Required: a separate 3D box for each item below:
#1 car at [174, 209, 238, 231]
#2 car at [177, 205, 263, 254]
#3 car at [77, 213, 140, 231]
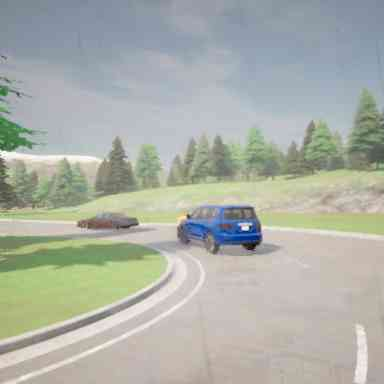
[{"bbox_3d":[1.010,2.190,26.738,5.008,1.535,1.882,-2,-3,40],"label":"car"},{"bbox_3d":[1.136,1.640,15.926,2.150,2.045,5.566,1,-2,-22],"label":"car"},{"bbox_3d":[-6.934,2.420,27.490,5.357,1.411,2.033,-2,-2,25],"label":"car"}]
